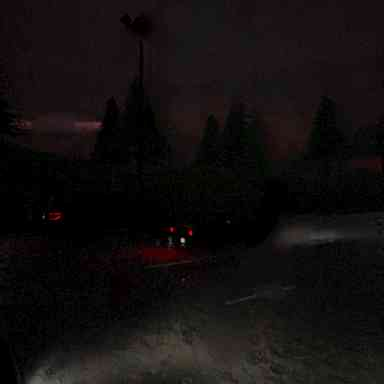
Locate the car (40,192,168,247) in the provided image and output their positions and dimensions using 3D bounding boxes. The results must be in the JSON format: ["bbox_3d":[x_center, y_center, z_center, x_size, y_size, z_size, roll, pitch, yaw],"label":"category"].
[{"bbox_3d":[-3.420,1.034,14.142,5.566,2.045,2.150,0,1,-35],"label":"car"}]

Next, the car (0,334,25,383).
[{"bbox_3d":[-3.244,1.309,1.519,4.553,1.767,2.097,0,1,-35],"label":"car"}]

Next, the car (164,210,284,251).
[{"bbox_3d":[1.492,1.455,13.280,4.718,1.301,1.895,0,1,-35],"label":"car"}]
